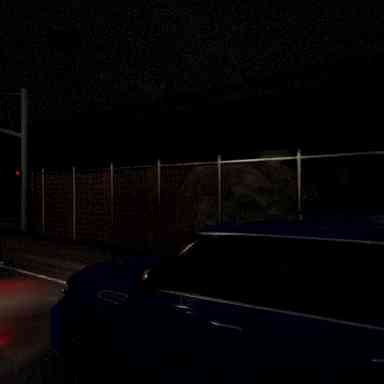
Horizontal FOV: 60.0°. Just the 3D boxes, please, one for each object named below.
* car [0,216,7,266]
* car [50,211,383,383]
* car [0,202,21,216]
[{"bbox_3d":[-7.080,1.492,9.039,4.902,1.511,2.128,0,0,33],"label":"car"},{"bbox_3d":[0.935,1.221,3.323,5.566,2.045,2.150,0,0,35],"label":"car"},{"bbox_3d":[-16.314,1.603,31.186,2.033,1.411,5.357,0,0,35],"label":"car"}]
